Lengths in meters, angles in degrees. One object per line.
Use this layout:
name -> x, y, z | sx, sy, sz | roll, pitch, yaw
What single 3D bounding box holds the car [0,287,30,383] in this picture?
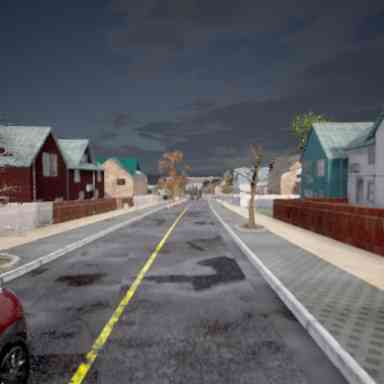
car -> -2.837, 1.344, 1.746 | 2.097, 1.767, 4.553 | 0, 0, 0
